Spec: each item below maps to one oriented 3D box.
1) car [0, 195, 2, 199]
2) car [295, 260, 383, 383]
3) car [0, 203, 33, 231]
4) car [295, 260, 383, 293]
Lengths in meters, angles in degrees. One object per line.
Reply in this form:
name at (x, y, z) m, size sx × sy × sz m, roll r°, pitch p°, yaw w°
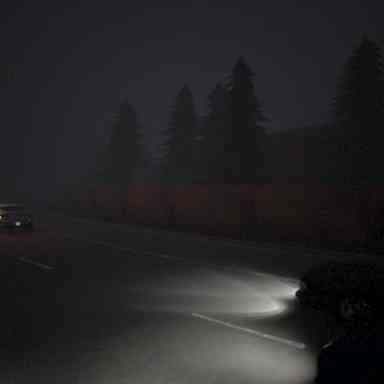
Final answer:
car at (-39.234, 0.830, 65.310) m, size 1.895 × 1.301 × 4.718 m, roll 1°, pitch 0°, yaw -7°
car at (3.122, 1.558, 1.839) m, size 4.674 × 1.442 × 1.812 m, roll 1°, pitch 0°, yaw 35°
car at (-10.321, 1.350, 18.512) m, size 1.812 × 1.442 × 4.674 m, roll 0°, pitch 0°, yaw -42°
car at (4.478, 1.584, 5.128) m, size 5.357 × 1.411 × 2.033 m, roll 1°, pitch 0°, yaw 35°
